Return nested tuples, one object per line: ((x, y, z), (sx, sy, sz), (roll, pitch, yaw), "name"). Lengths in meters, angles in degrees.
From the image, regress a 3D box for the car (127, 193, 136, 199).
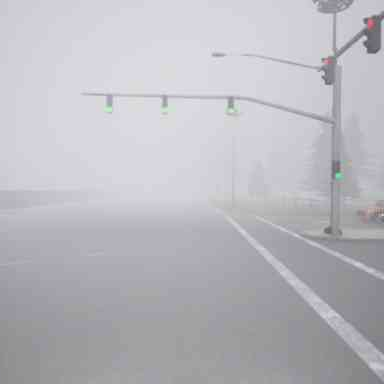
((-14.945, 0.930, 82.286), (1.812, 1.442, 4.674), (0, 0, -2), "car")

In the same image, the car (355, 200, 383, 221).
((14.447, 1.316, 24.337), (4.553, 1.767, 2.097), (0, 0, -3), "car")

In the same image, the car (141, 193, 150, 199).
((-11.447, 0.971, 82.397), (2.033, 1.411, 5.357), (0, 0, -2), "car")

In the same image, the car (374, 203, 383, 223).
((14.465, 1.585, 20.836), (4.718, 1.301, 1.895), (0, 0, -2), "car")
